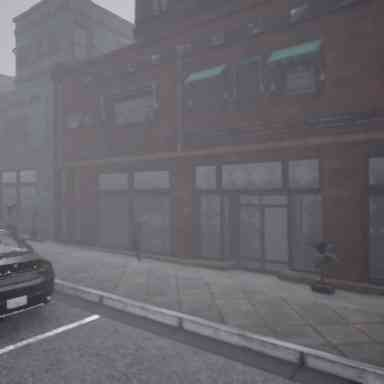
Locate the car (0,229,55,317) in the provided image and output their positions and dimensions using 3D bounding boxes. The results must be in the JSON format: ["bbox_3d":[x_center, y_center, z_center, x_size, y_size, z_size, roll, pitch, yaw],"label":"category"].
[{"bbox_3d":[-4.689,1.445,6.595,4.892,1.521,2.231,0,0,36],"label":"car"}]
